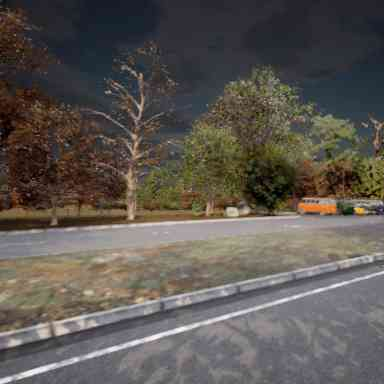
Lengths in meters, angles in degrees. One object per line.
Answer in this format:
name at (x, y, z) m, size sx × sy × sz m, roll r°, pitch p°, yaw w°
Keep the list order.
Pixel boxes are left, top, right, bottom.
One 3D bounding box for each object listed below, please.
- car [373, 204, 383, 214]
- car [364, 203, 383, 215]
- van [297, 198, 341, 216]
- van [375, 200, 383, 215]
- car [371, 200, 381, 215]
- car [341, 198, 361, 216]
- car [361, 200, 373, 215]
car at (30.340, 2.591, 49.955) m, size 2.097 × 1.535 × 5.008 m, roll 3°, pitch -1°, yaw -35°
car at (27.983, 2.488, 48.276) m, size 2.097 × 1.535 × 5.008 m, roll 3°, pitch -1°, yaw -35°
van at (14.396, 1.693, 38.745) m, size 1.878 × 1.987 × 4.442 m, roll 2°, pitch -1°, yaw -35°
van at (23.512, 2.068, 45.239) m, size 1.878 × 1.987 × 4.442 m, roll 3°, pitch -1°, yaw -35°
car at (21.322, 2.196, 43.528) m, size 2.231 × 1.521 × 4.892 m, roll 3°, pitch -1°, yaw -35°
car at (16.803, 1.754, 40.350) m, size 2.435 × 2.045 × 5.566 m, roll 2°, pitch -1°, yaw -35°
car at (19.173, 2.095, 41.777) m, size 1.946 × 1.575 × 5.366 m, roll 2°, pitch -1°, yaw -35°
